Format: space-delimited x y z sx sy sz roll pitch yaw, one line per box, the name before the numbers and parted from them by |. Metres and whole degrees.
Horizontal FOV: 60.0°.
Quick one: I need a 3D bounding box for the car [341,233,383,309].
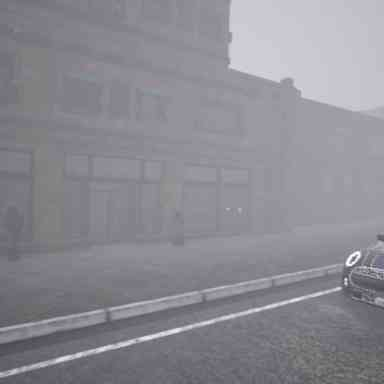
car | 5.249 1.346 7.028 4.553 1.767 2.097 0 0 -33
